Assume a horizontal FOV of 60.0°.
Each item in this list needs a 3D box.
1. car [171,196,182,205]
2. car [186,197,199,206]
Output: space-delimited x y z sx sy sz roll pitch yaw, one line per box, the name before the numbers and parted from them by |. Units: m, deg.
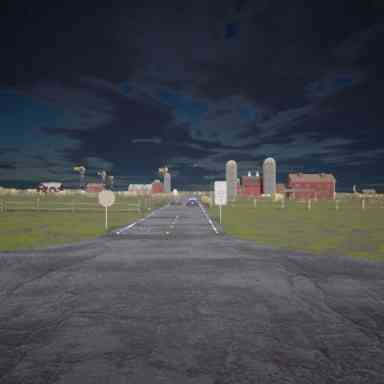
car | -2.676 1.534 58.428 1.837 1.490 4.892 0 0 0
car | 0.069 1.551 53.389 1.812 1.442 4.674 0 0 0
